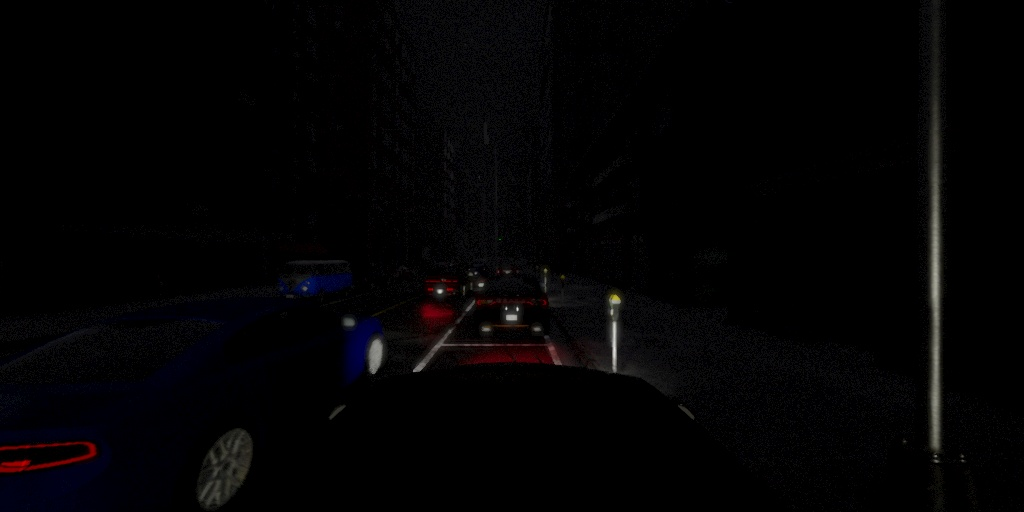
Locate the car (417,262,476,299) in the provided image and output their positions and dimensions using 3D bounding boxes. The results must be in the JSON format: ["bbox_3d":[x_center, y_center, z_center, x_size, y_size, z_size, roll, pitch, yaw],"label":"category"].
[{"bbox_3d":[-3.125,1.258,18.093,1.837,1.490,4.892,0,1,0],"label":"car"}]

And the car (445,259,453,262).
[{"bbox_3d":[-8.814,1.341,43.834,1.802,1.307,4.207,0,0,0],"label":"car"}]

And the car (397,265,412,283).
[{"bbox_3d":[-8.813,1.335,27.331,1.802,1.307,4.207,0,0,0],"label":"car"}]

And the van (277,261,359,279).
[{"bbox_3d":[-8.813,1.091,16.328,1.690,1.789,3.998,0,0,0],"label":"van"}]

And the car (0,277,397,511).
[{"bbox_3d":[-3.145,1.227,4.213,1.882,1.535,5.008,0,0,0],"label":"car"}]

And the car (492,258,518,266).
[{"bbox_3d":[-0.288,1.193,27.330,1.967,1.591,4.097,0,0,0],"label":"car"}]

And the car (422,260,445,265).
[{"bbox_3d":[-8.813,1.323,38.333,1.948,1.339,4.313,0,0,0],"label":"car"}]

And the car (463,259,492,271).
[{"bbox_3d":[-3.122,1.280,33.480,1.812,1.442,4.674,0,0,1],"label":"car"}]

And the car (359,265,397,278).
[{"bbox_3d":[-8.813,1.318,21.829,1.948,1.339,4.313,0,0,0],"label":"car"}]

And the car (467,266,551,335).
[{"bbox_3d":[-0.006,1.228,10.500,1.882,1.535,5.008,0,0,0],"label":"car"}]

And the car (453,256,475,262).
[{"bbox_3d":[-6.158,0.988,49.097,2.150,2.045,5.566,0,0,0],"label":"car"}]
